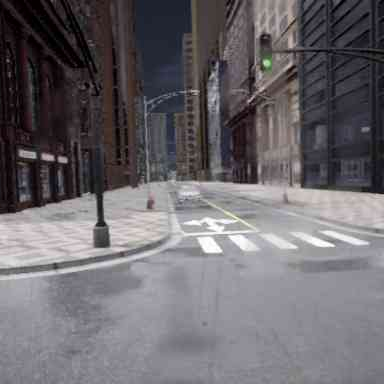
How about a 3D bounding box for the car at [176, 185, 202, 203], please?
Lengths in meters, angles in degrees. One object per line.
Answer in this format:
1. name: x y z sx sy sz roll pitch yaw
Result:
1. car: -0.337 0.161 29.613 1.812 1.442 4.674 -2 3 -5
